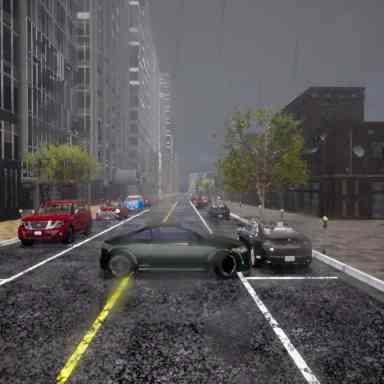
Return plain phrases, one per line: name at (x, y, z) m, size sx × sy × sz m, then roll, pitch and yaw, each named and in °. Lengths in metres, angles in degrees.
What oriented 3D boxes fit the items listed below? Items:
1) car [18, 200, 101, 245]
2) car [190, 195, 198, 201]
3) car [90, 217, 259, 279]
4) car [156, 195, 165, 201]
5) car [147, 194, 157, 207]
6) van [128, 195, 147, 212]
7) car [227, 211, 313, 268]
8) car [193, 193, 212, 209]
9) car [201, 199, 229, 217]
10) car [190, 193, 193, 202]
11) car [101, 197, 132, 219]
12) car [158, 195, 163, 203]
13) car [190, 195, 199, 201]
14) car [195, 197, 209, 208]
car at (-6.170, 1.310, 15.689) m, size 2.192 × 1.841 × 5.009 m, roll -1°, pitch 0°, yaw -1°
car at (0.486, 1.551, 88.547) m, size 1.802 × 1.307 × 4.206 m, roll -1°, pitch 0°, yaw -1°
car at (-0.455, 1.556, 9.490) m, size 4.181 × 1.385 × 1.994 m, roll 0°, pitch 0°, yaw -1°
car at (-7.749, 1.496, 82.645) m, size 1.752 × 1.417 × 4.829 m, roll -1°, pitch 0°, yaw -1°
car at (-6.921, 1.298, 49.617) m, size 2.192 × 1.841 × 5.009 m, roll -1°, pitch 0°, yaw -1°
van at (-6.643, 1.329, 38.551) m, size 1.690 × 1.788 × 3.998 m, roll -1°, pitch 0°, yaw -1°
car at (2.564, 1.548, 11.092) m, size 2.008 × 1.369 × 4.403 m, roll -1°, pitch 0°, yaw -1°
car at (1.595, 1.301, 44.285) m, size 2.192 × 1.841 × 5.009 m, roll -1°, pitch 0°, yaw -1°
car at (2.047, 1.543, 26.952) m, size 2.008 × 1.369 × 4.403 m, roll -1°, pitch 0°, yaw -1°
car at (0.900, 1.290, 71.949) m, size 2.192 × 1.841 × 5.009 m, roll -1°, pitch 0°, yaw -1°
car at (-6.356, 1.432, 26.757) m, size 1.967 × 1.590 × 4.097 m, roll -1°, pitch 0°, yaw -1°
car at (-7.336, 1.522, 66.216) m, size 1.887 × 1.381 × 4.507 m, roll -1°, pitch 0°, yaw -1°
car at (0.625, 1.537, 83.014) m, size 1.947 × 1.339 × 4.313 m, roll -1°, pitch 0°, yaw -1°
car at (1.456, 1.509, 49.988) m, size 1.752 × 1.417 × 4.829 m, roll -1°, pitch 0°, yaw -1°
